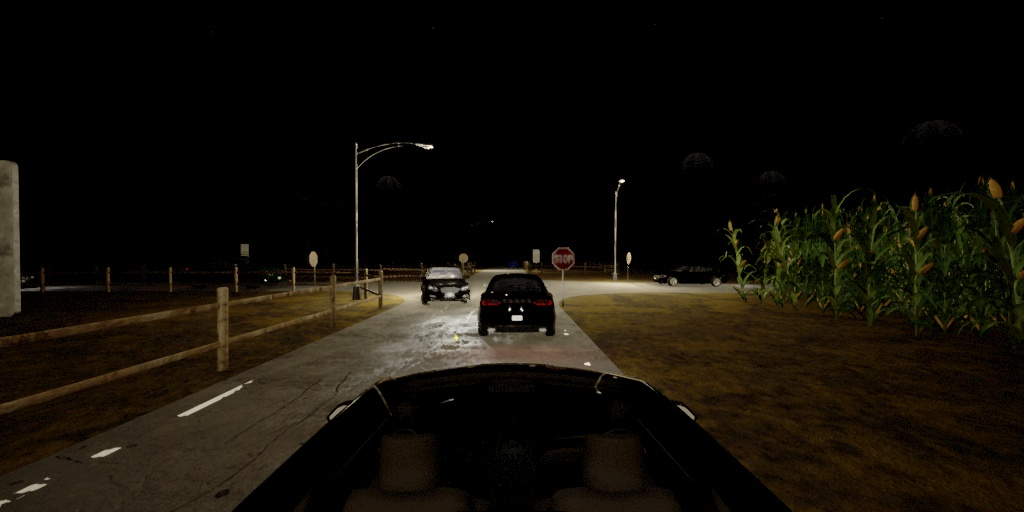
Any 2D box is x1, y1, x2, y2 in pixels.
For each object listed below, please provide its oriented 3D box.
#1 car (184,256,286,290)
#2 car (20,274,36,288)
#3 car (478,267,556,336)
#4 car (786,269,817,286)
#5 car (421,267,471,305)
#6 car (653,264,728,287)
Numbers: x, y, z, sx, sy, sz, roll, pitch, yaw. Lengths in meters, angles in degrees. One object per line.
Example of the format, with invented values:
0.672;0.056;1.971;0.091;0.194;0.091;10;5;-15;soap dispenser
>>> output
-17.740;1.040;23.093;5.566;2.045;2.150;0;1;0;car
-33.959;1.414;23.204;4.674;1.442;1.812;-1;1;0;car
0.119;1.235;10.456;1.882;1.535;5.008;0;0;0;car
22.203;1.453;25.807;4.902;1.511;2.128;1;1;0;car
-3.051;1.262;16.244;2.128;1.511;4.902;1;0;-16;car
12.782;1.351;25.818;5.008;1.535;1.882;0;1;-1;car
